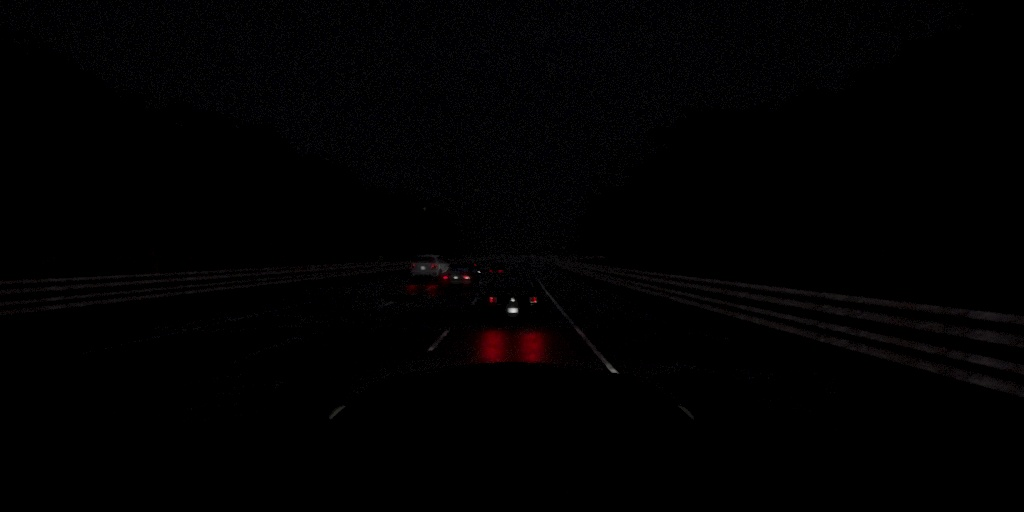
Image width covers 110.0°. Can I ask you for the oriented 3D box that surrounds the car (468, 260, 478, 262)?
[{"bbox_3d":[-5.643,1.293,52.745,1.895,1.301,4.718,0,0,3],"label":"car"}]

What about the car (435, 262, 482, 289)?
[{"bbox_3d":[-3.164,1.286,23.059,2.033,1.411,5.357,0,0,1],"label":"car"}]

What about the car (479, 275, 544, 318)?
[{"bbox_3d":[0.068,1.349,13.023,1.895,1.301,4.718,0,0,1],"label":"car"}]

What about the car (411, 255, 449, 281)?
[{"bbox_3d":[-6.543,0.950,29.375,2.150,2.045,5.566,0,0,2],"label":"car"}]

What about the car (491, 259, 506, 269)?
[{"bbox_3d":[-2.036,1.220,53.461,1.812,1.442,4.674,0,0,3],"label":"car"}]
